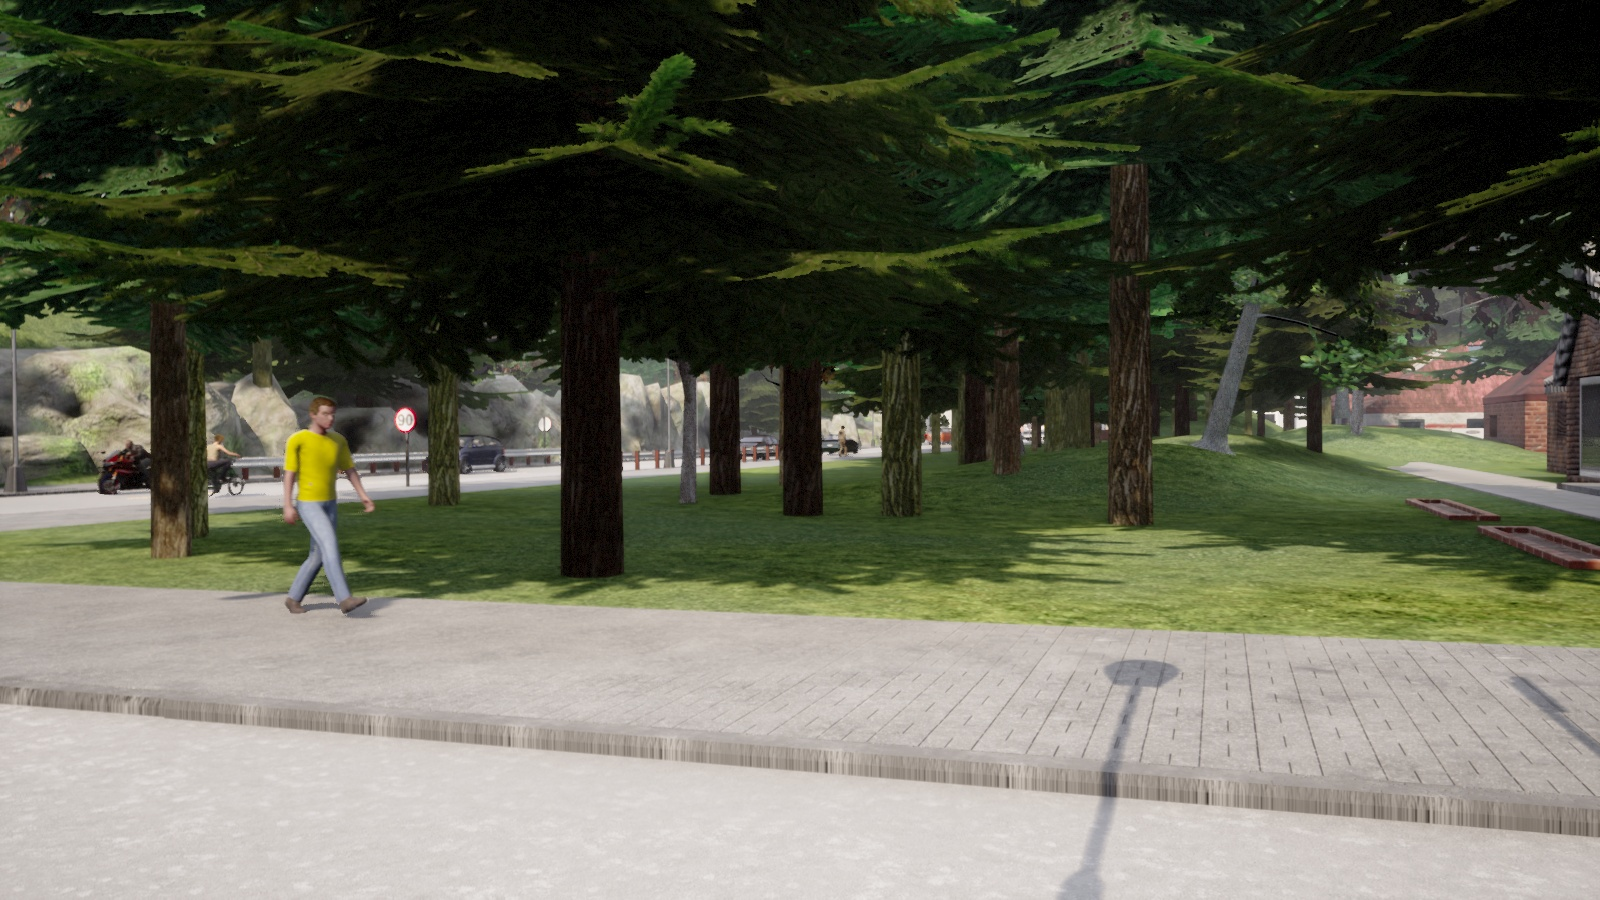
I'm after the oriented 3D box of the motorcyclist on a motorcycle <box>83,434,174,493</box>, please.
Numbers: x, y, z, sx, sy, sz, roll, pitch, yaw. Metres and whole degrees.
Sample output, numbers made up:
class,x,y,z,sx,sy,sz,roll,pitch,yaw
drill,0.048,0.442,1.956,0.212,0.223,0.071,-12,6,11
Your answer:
class,x,y,z,sx,sy,sz,roll,pitch,yaw
motorcyclist on a motorcycle,-18.215,0.340,34.120,0.866,1.530,2.191,0,1,18

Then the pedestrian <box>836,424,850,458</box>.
class,x,y,z,sx,sy,sz,roll,pitch,yaw
pedestrian,2.451,-0.526,71.131,0.692,1.930,0.396,-1,1,-35

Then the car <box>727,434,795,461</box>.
class,x,y,z,sx,sy,sz,roll,pitch,yaw
car,-2.112,-0.174,70.009,2.033,1.411,5.357,0,1,19

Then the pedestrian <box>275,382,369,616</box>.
class,x,y,z,sx,sy,sz,roll,pitch,yaw
pedestrian,-3.883,0.383,10.200,0.706,1.836,0.354,1,1,33

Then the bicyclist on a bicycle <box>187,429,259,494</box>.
class,x,y,z,sx,sy,sz,roll,pitch,yaw
bicyclist on a bicycle,-14.693,0.276,32.025,0.866,1.612,1.509,0,1,18

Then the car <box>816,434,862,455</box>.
class,x,y,z,sx,sy,sz,roll,pitch,yaw
car,2.647,-0.368,84.222,1.994,1.385,4.181,0,1,19

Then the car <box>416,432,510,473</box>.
class,x,y,z,sx,sy,sz,roll,pitch,yaw
car,-13.188,0.059,49.349,1.789,1.549,3.705,0,1,18
